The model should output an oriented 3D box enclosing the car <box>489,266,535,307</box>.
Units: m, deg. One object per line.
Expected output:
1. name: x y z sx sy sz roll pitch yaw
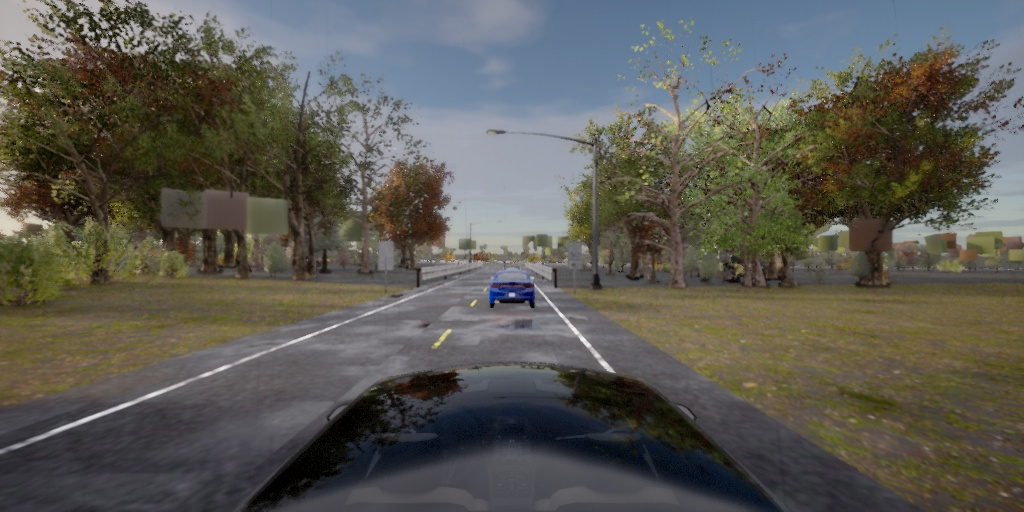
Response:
1. car: 0.013 1.365 16.326 1.882 1.535 5.008 0 0 0
